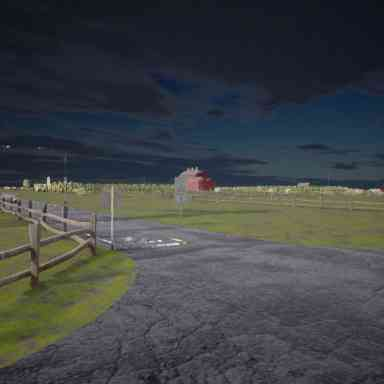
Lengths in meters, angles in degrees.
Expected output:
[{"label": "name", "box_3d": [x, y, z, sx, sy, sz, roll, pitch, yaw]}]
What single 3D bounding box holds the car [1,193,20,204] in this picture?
[{"label": "car", "box_3d": [-24.932, 0.848, 45.563, 2.128, 1.511, 4.902, 1, 0, -36]}]
